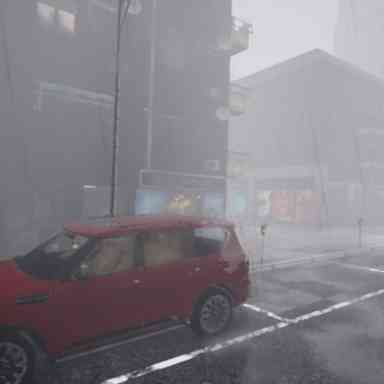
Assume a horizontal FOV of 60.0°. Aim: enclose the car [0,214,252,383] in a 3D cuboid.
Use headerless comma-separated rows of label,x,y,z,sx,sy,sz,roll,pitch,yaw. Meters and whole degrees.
car,-1.263,1.336,5.163,5.009,1.841,2.192,1,1,-35
